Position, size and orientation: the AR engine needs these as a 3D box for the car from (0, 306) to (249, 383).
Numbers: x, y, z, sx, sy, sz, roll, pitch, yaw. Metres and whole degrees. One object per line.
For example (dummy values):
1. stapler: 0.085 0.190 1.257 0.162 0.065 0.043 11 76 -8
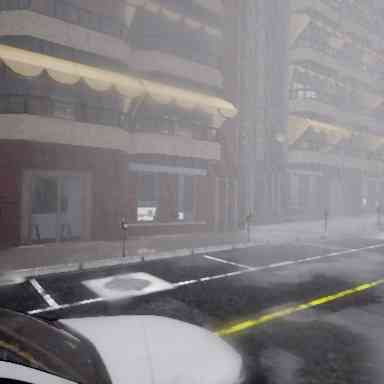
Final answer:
1. car: -1.631 1.525 2.116 4.674 1.442 1.812 0 0 -35
